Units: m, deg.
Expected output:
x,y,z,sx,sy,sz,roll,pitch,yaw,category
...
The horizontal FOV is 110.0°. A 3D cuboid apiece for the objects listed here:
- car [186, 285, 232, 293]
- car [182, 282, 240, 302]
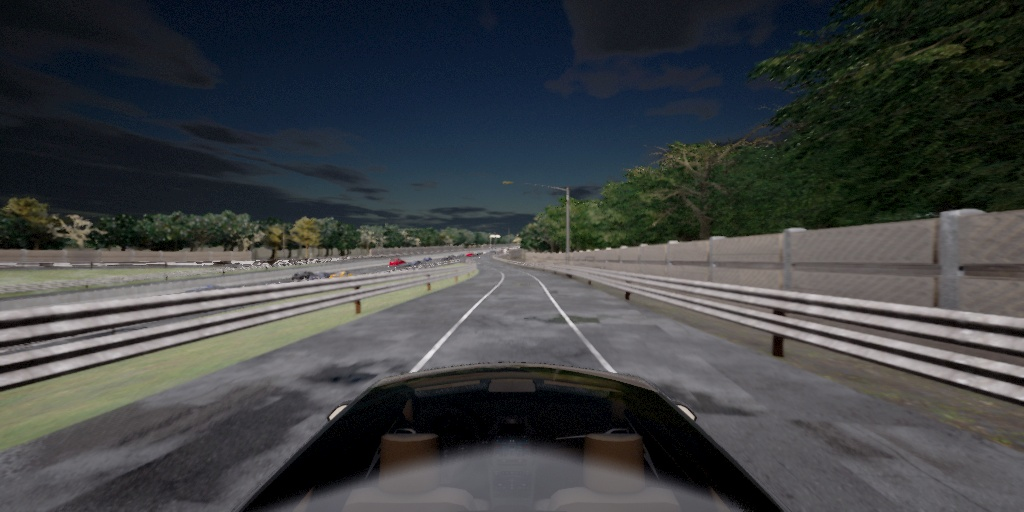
x,y,z,sx,sy,sz,roll,pitch,yaw,category
-31.574,4.219,36.674,1.882,1.535,5.008,0,3,9,car
-34.379,4.071,41.184,1.882,1.535,5.008,0,3,9,car
